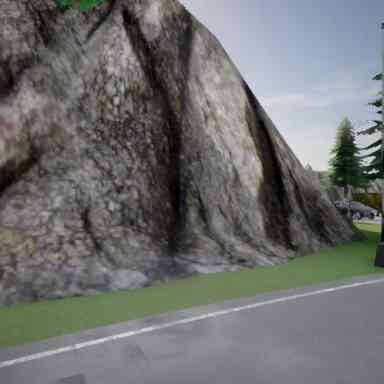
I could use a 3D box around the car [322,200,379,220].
[{"bbox_3d":[13.459,1.491,28.497,2.128,1.511,4.902,0,0,-25],"label":"car"}]
